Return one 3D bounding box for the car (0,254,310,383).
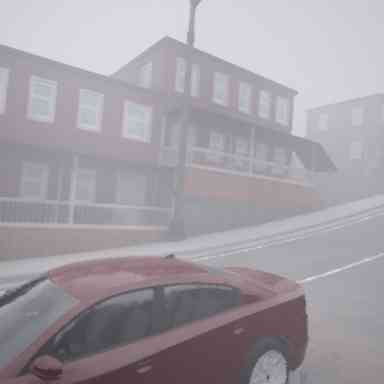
[{"bbox_3d":[-0.928,1.475,3.332,5.008,1.535,1.882,0,0,-35],"label":"car"}]
